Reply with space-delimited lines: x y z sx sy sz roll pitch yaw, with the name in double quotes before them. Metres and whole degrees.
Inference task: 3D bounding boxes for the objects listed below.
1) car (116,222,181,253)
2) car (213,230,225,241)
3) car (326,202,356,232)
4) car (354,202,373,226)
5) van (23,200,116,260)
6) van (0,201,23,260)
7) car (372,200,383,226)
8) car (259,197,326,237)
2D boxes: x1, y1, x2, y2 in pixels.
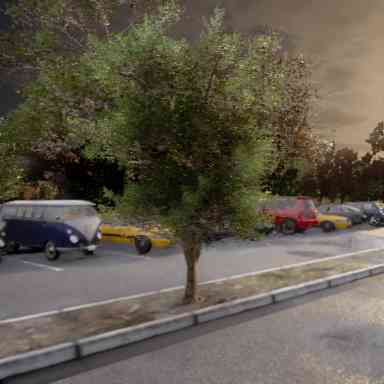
"car" -2.663 1.524 13.961 5.366 1.575 1.946 -1 -1 35
"car" -0.423 1.572 15.808 4.792 1.488 2.163 -1 -1 34
"car" 7.013 1.576 20.890 5.366 1.575 1.946 -1 -1 34
"car" 9.266 1.596 22.727 4.892 1.521 2.231 -1 -1 34
"van" -5.143 1.288 12.276 4.442 1.987 1.878 -1 -1 34
"van" -7.567 1.275 10.544 4.442 1.987 1.878 -1 -1 35
"car" 11.685 1.482 24.464 4.553 1.767 2.185 -1 -1 34
"car" 4.419 1.317 19.272 5.566 2.045 2.435 -1 -1 34
